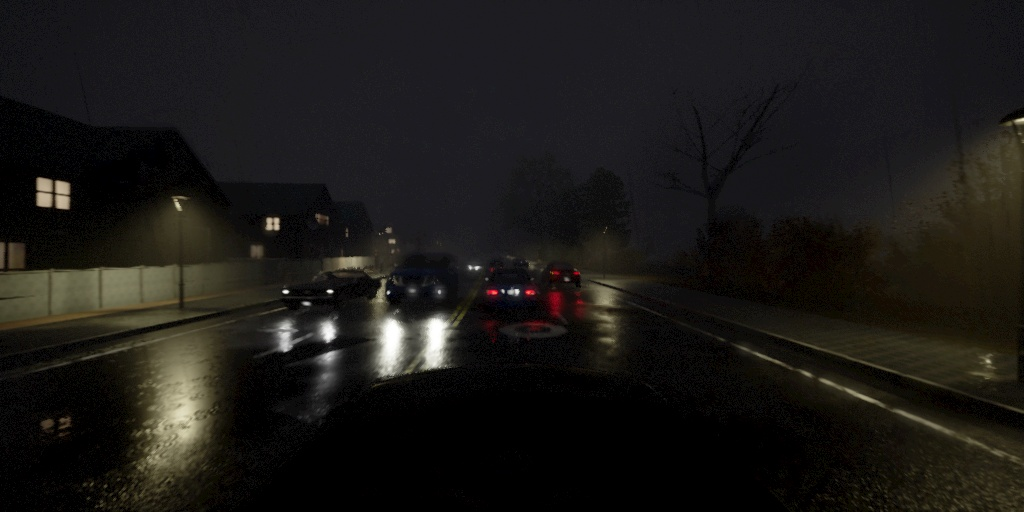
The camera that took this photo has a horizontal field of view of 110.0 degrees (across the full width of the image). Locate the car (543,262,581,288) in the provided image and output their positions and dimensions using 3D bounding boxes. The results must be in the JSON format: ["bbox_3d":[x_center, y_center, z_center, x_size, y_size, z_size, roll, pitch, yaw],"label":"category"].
[{"bbox_3d":[2.894,1.068,21.685,1.812,1.442,4.674,0,0,-2],"label":"car"}]

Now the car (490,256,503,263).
[{"bbox_3d":[-2.193,0.755,50.954,1.812,1.442,4.674,0,0,-4],"label":"car"}]

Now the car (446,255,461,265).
[{"bbox_3d":[-9.193,0.586,56.336,1.837,1.490,4.892,0,1,-4],"label":"car"}]

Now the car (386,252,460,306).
[{"bbox_3d":[-3.579,0.836,15.368,2.150,2.045,5.566,0,1,-2],"label":"car"}]

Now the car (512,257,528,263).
[{"bbox_3d":[1.113,0.799,50.266,1.994,1.385,4.181,0,1,-4],"label":"car"}]

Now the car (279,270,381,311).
[{"bbox_3d":[-6.792,1.233,13.974,1.895,1.301,4.718,0,1,-2],"label":"car"}]

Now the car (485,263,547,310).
[{"bbox_3d":[-0.081,1.173,13.848,2.033,1.411,5.357,0,0,-2],"label":"car"}]

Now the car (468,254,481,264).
[{"bbox_3d":[-5.952,0.409,56.568,2.128,1.511,4.902,0,1,-4],"label":"car"}]
